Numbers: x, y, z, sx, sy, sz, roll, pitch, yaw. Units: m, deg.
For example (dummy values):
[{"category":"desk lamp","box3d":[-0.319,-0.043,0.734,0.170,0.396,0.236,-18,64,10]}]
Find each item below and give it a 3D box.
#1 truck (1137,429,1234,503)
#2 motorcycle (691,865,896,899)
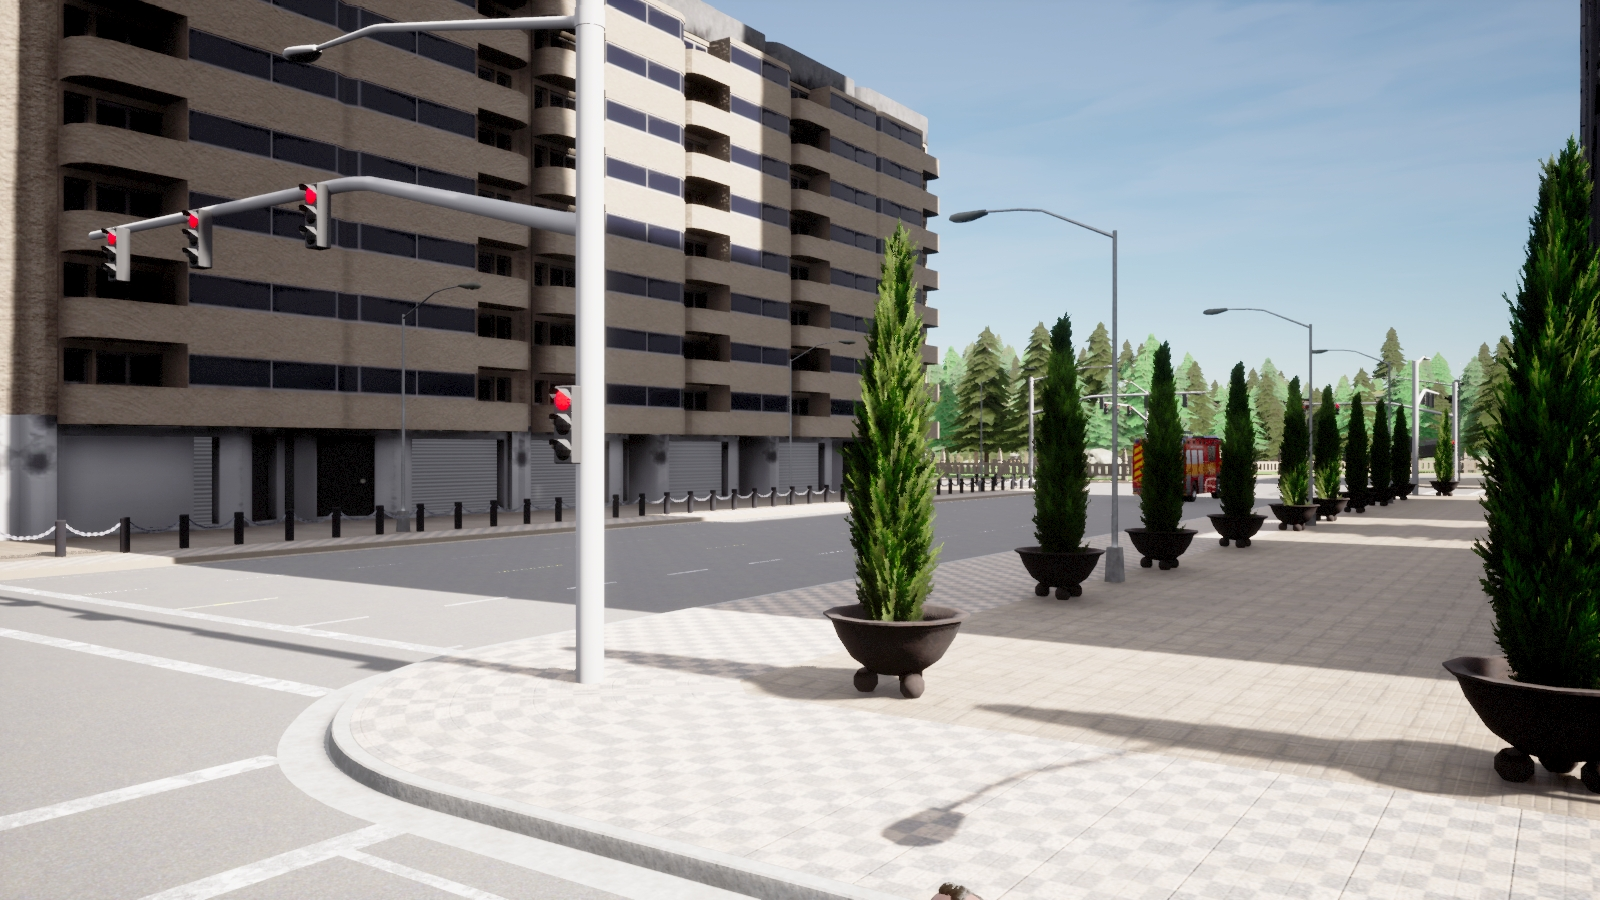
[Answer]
[{"category":"truck","box3d":[21.438,0.835,63.219,2.891,3.827,8.468,0,0,34]},{"category":"motorcycle","box3d":[0.516,2.205,3.364,2.209,1.251,0.867,0,0,34]}]
